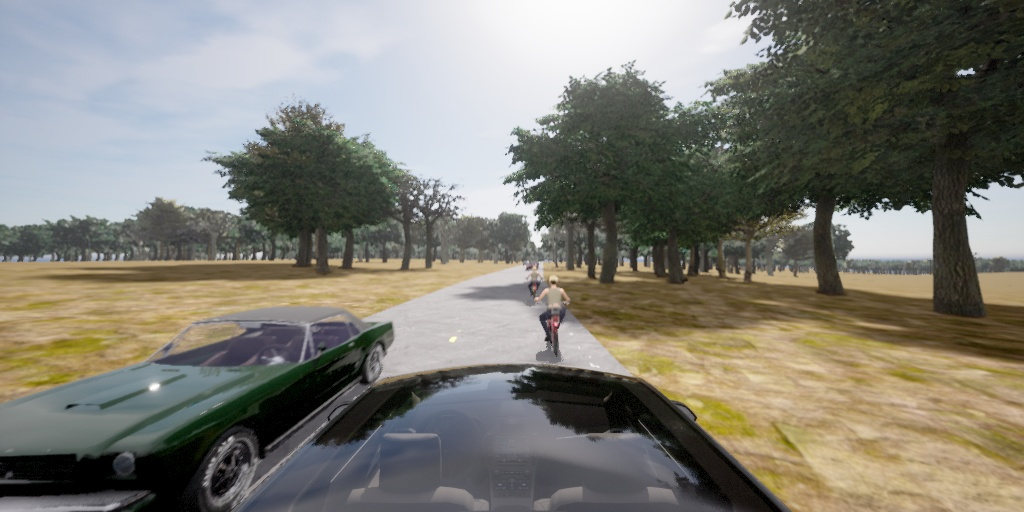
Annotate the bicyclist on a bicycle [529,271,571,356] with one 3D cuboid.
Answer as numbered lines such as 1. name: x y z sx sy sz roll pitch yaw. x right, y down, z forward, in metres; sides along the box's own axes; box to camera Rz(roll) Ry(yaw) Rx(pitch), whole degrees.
1. bicyclist on a bicycle: 0.886 1.220 7.747 0.866 1.612 1.509 0 0 1

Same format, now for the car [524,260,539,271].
1. car: 3.452 1.798 61.305 1.895 1.301 4.718 0 0 5

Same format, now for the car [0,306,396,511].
1. car: -3.068 1.364 4.330 1.895 1.301 4.718 0 0 0

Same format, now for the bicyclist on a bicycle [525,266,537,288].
1. bicyclist on a bicycle: 1.042 1.277 16.649 0.866 1.612 1.509 0 0 2
